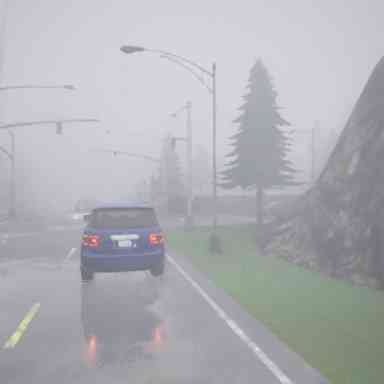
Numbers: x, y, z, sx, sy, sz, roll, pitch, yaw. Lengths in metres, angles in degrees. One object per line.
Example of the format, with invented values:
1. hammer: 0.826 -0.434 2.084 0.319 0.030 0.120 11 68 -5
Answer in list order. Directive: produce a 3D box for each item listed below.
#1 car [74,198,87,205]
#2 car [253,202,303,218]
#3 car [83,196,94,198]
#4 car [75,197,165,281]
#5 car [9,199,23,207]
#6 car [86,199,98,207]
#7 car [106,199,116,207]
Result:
1. car: -14.027 1.876 43.002 2.128 1.511 4.902 0 0 -14
2. car: 8.338 1.722 32.212 4.892 1.490 1.837 0 0 -15
3. car: -16.415 1.689 52.686 2.150 2.045 5.566 0 0 -14
4. car: -2.212 1.315 10.480 2.150 2.045 5.566 0 0 -13
5. car: -33.108 1.979 62.439 1.845 1.501 3.633 0 0 -13
6. car: -18.788 2.116 62.507 1.994 1.385 4.181 0 0 -13
7. car: -15.717 2.084 64.830 1.812 1.442 4.674 0 0 -14
